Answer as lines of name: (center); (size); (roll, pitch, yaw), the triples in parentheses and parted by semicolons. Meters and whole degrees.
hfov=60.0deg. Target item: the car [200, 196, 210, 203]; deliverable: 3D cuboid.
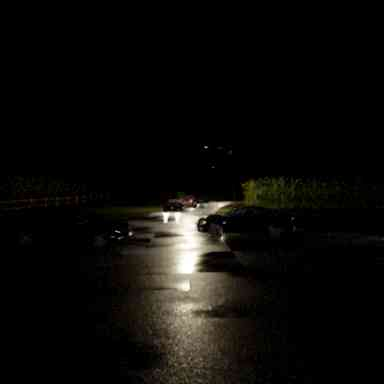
car: (2.130, 1.430, 61.270); (1.812, 1.442, 4.674); (0, 0, 13)

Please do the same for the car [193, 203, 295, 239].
car: (2.695, 1.489, 16.844); (4.902, 1.511, 2.128); (1, 0, 3)

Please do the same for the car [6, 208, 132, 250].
car: (-4.909, 1.428, 13.546); (4.892, 1.490, 1.837); (1, 0, 3)

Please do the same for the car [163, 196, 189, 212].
car: (-1.890, 1.480, 36.815); (1.994, 1.385, 4.181); (0, 0, 6)

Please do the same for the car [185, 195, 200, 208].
car: (-0.584, 1.256, 47.054); (2.097, 1.767, 4.553); (0, 0, 9)
